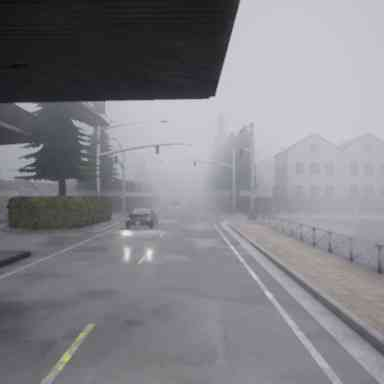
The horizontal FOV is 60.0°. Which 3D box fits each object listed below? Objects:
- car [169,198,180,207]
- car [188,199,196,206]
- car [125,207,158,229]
[{"bbox_3d":[-3.513,2.119,68.180,2.097,1.767,4.553,0,-1,0],"label":"car"},{"bbox_3d":[-0.012,2.335,74.841,2.128,1.511,4.902,0,-1,0],"label":"car"},{"bbox_3d":[-3.527,1.796,24.020,1.812,1.442,4.674,0,-1,0],"label":"car"}]
